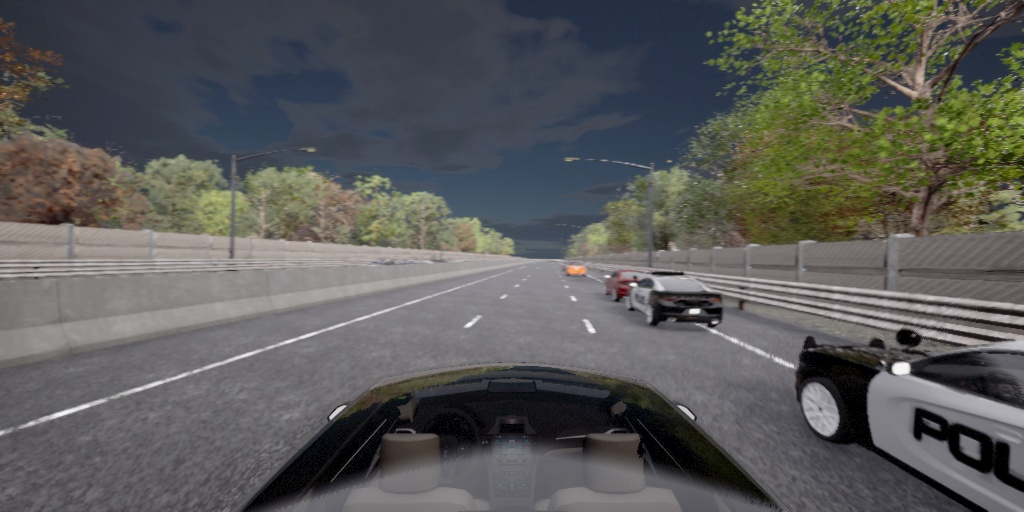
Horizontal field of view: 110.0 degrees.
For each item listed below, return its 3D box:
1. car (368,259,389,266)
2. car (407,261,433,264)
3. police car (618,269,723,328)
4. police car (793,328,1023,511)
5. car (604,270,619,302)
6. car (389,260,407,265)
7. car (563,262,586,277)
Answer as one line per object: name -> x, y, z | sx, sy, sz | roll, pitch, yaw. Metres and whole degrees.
car -> -16.854, 1.119, 46.320 | 2.128, 1.511, 4.902 | 1, 0, 7
car -> -10.269, 1.341, 42.257 | 1.895, 1.301, 4.718 | 1, 0, 6
police car -> 5.296, 1.331, 12.424 | 1.930, 1.638, 5.238 | 1, 0, 6
police car -> 4.244, 1.263, 2.479 | 1.930, 1.638, 5.238 | 1, 0, 6
car -> 5.915, 1.423, 18.281 | 1.882, 1.535, 5.008 | 1, 0, 6
car -> -13.427, 1.257, 45.432 | 1.994, 1.385, 4.181 | 1, 0, 7
car -> 7.450, 1.445, 42.258 | 2.097, 1.767, 4.553 | 1, 0, 7
